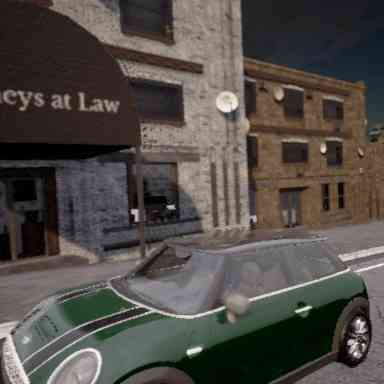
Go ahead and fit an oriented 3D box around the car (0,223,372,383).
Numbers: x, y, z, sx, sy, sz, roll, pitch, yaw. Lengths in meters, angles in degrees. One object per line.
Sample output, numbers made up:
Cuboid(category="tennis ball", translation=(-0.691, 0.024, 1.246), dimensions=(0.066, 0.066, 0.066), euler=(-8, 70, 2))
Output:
Cuboid(category="car", translation=(0.210, 1.345, 4.139), dimensions=(4.553, 1.767, 2.097), euler=(0, 0, -35))
